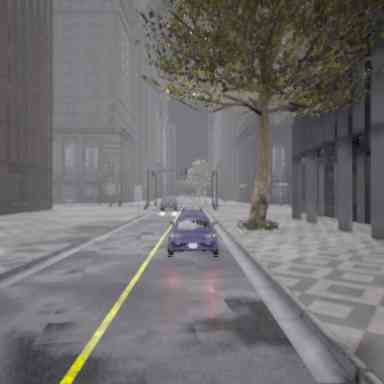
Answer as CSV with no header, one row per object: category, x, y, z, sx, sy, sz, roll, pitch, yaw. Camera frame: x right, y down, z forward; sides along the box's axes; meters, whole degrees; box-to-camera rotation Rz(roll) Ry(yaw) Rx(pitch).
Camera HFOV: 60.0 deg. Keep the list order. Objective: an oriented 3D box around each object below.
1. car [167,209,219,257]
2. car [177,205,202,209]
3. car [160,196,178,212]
car,0.048,1.609,13.269,1.812,1.442,4.674,0,0,0
car,0.041,1.770,26.941,1.895,1.301,4.718,0,0,0
car,-3.030,1.502,44.554,2.150,2.045,5.566,0,-1,1
